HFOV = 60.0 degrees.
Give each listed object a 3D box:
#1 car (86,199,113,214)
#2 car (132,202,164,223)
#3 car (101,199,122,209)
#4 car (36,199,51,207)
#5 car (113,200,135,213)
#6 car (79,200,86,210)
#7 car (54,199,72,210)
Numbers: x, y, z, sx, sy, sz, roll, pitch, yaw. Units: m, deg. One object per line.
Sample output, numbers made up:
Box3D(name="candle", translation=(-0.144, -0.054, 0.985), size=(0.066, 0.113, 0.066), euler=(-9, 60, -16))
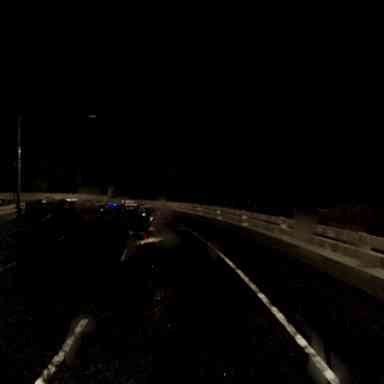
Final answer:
Box3D(name="car", translation=(-11.128, 1.747, 39.659), size=(1.837, 1.490, 4.892), euler=(0, 0, -24))
Box3D(name="car", translation=(-3.544, 1.736, 27.139), size=(1.895, 1.301, 4.718), euler=(0, 0, -14))
Box3D(name="car", translation=(-12.397, 1.861, 51.003), size=(1.994, 1.385, 4.181), euler=(0, 0, -29))
Box3D(name="car", translation=(-28.470, 1.992, 63.604), size=(2.128, 1.511, 4.902), euler=(0, 0, -37))
Box3D(name="car", translation=(-8.061, 1.718, 41.376), size=(2.128, 1.511, 4.902), euler=(0, 0, -24))
Box3D(name="car", translation=(-15.556, 1.840, 49.489), size=(1.812, 1.442, 4.674), euler=(0, 0, -29))
Box3D(name="car", translation=(-18.634, 1.838, 47.942), size=(1.837, 1.490, 4.892), euler=(0, 0, -31))
